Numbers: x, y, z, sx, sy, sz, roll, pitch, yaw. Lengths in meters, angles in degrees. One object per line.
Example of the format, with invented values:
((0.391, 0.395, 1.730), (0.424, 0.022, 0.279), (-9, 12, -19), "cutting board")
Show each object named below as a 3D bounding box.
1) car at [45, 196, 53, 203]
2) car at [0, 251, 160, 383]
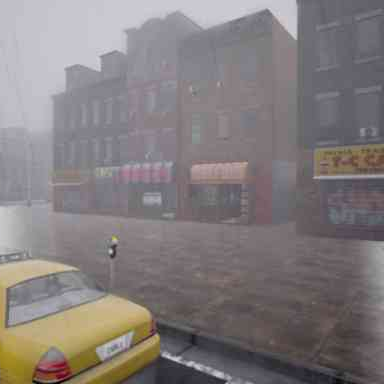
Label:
((-17.988, 0.776, 46.411), (1.837, 1.490, 4.892), (0, 2, 36), "car")
((-2.651, 1.525, 4.709), (4.829, 1.417, 1.752), (0, 0, 36), "car")
